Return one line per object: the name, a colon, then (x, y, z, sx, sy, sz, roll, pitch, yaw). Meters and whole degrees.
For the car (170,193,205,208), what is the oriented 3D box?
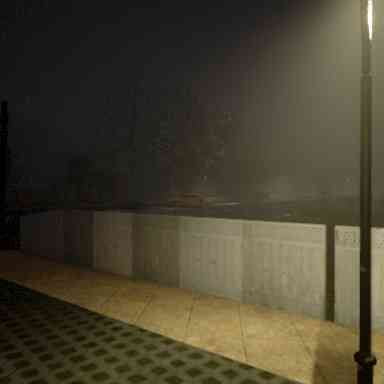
car: (-0.517, 0.926, 39.121, 1.882, 1.535, 5.008, 4, 3, 41)

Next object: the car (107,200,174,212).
car: (-3.946, 1.500, 25.232, 1.895, 1.301, 4.718, 4, 3, 41)
